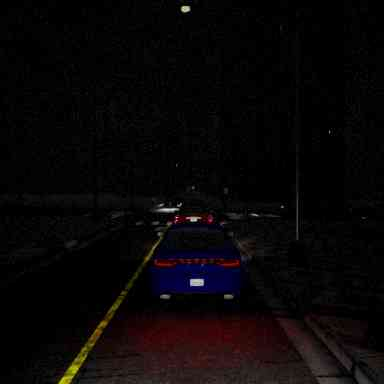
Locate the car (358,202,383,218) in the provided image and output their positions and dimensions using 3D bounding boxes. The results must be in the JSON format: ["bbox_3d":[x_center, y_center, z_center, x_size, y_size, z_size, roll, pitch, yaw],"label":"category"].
[{"bbox_3d":[19.896,1.851,34.163,4.674,1.442,1.812,1,0,0],"label":"car"}]

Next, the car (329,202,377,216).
[{"bbox_3d":[17.762,1.841,36.835,4.403,1.369,2.008,1,-1,0],"label":"car"}]

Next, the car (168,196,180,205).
[{"bbox_3d":[-3.123,1.504,58.983,1.837,1.490,4.892,0,0,0],"label":"car"}]

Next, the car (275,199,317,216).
[{"bbox_3d":[10.930,1.538,34.155,4.553,1.767,2.097,1,0,0],"label":"car"}]

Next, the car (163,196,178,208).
[{"bbox_3d":[-3.138,1.490,48.744,2.128,1.511,4.902,0,0,-2],"label":"car"}]

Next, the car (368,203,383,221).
[{"bbox_3d":[17.929,1.823,28.311,4.829,1.417,1.752,1,-1,0],"label":"car"}]

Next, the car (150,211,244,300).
[{"bbox_3d":[0.095,1.477,8.461,1.882,1.535,5.008,0,0,0],"label":"car"}]

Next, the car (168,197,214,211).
[{"bbox_3d":[0.108,1.351,17.615,2.097,1.767,4.553,0,0,1],"label":"car"}]

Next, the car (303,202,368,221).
[{"bbox_3d":[12.116,1.774,28.307,4.313,1.339,1.947,1,-1,0],"label":"car"}]

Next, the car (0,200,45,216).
[{"bbox_3d":[-14.792,1.366,28.194,4.403,1.369,2.008,1,-1,0],"label":"car"}]

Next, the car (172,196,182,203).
[{"bbox_3d":[-3.053,1.600,69.196,1.895,1.301,4.718,0,0,0],"label":"car"}]

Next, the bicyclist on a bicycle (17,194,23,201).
[{"bbox_3d":[-20.523,1.029,39.675,0.582,1.620,1.656,1,0,0],"label":"bicyclist on a bicycle"}]
